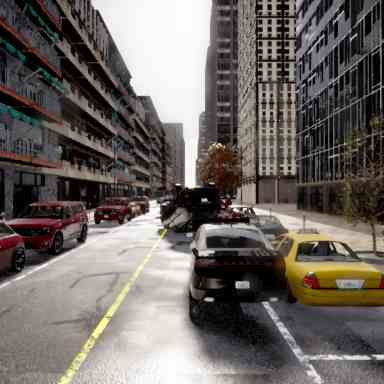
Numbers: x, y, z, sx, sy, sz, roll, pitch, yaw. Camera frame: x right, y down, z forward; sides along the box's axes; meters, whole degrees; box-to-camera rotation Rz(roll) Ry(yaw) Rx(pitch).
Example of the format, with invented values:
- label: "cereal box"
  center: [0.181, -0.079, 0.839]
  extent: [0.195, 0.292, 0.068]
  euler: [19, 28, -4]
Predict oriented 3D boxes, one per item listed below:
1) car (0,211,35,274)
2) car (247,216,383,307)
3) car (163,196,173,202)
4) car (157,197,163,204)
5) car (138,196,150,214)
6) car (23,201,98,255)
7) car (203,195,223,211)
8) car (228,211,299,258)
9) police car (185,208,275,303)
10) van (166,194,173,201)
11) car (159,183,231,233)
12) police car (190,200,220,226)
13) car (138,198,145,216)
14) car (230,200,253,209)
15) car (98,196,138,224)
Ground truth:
- label: "car"
  center: [-5.702, 1.443, 7.772]
  extent: [1.967, 1.590, 4.097]
  euler: [0, 0, 0]
- label: "car"
  center: [2.677, 1.528, 7.961]
  extent: [1.752, 1.417, 4.829]
  euler: [0, 0, 0]
- label: "car"
  center: [-5.870, 1.739, 81.394]
  extent: [1.947, 1.339, 4.313]
  euler: [0, 0, 0]
- label: "car"
  center: [-3.095, 1.572, 42.632]
  extent: [1.812, 1.442, 4.674]
  euler: [0, 0, 0]
- label: "car"
  center: [-5.766, 1.348, 36.090]
  extent: [2.192, 1.841, 5.009]
  euler: [0, 0, 0]
- label: "car"
  center: [-5.714, 1.322, 13.436]
  extent: [2.192, 1.841, 5.009]
  euler: [0, 0, 0]
- label: "car"
  center: [2.601, 1.360, 41.771]
  extent: [2.192, 1.841, 5.009]
  euler: [0, 0, 0]
- label: "car"
  center: [2.664, 1.573, 13.455]
  extent: [1.947, 1.339, 4.313]
  euler: [0, 0, 0]
- label: "police car"
  center: [0.881, 1.429, 8.426]
  extent: [1.930, 1.638, 5.238]
  euler: [0, 0, 0]
- label: "van"
  center: [-5.883, 1.539, 87.060]
  extent: [1.690, 1.788, 3.998]
  euler: [0, 0, 0]
- label: "car"
  center: [-0.192, 1.208, 18.369]
  extent: [2.150, 2.045, 5.566]
  euler: [-2, -19, -19]
- label: "police car"
  center: [0.845, 1.441, 24.426]
  extent: [1.930, 1.638, 5.238]
  euler: [0, 0, 0]
- label: "car"
  center: [-5.754, 1.549, 30.256]
  extent: [1.752, 1.417, 4.829]
  euler: [0, 0, 0]
- label: "car"
  center: [2.652, 1.451, 19.118]
  extent: [1.967, 1.590, 4.097]
  euler: [0, 0, 0]
- label: "car"
  center: [-5.740, 1.331, 24.762]
  extent: [2.192, 1.841, 5.009]
  euler: [0, 0, 0]
